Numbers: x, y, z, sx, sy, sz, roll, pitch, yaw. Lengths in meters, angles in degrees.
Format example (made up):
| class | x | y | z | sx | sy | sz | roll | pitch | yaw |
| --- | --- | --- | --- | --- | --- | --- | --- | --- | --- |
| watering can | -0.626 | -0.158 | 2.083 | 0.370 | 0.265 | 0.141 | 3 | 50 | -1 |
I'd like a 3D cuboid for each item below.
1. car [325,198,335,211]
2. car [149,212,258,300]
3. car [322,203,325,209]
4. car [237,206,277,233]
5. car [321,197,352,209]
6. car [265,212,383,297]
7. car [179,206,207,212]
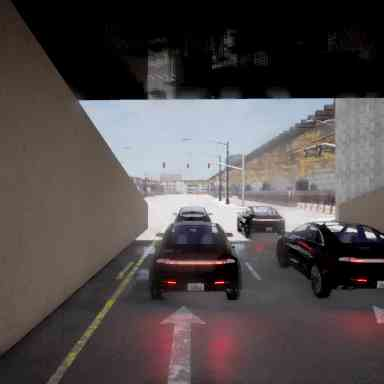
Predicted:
| class | x | y | z | sx | sy | sz | roll | pitch | yaw |
| --- | --- | --- | --- | --- | --- | --- | --- | --- | --- |
| car | 17.320 | 1.453 | 35.476 | 2.038 | 1.542 | 4.974 | 0 | 0 | -35 |
| car | 0.064 | 1.492 | 8.395 | 2.128 | 1.511 | 4.902 | 0 | 0 | 0 |
| car | 17.410 | 1.453 | 40.083 | 2.038 | 1.542 | 4.974 | 0 | 0 | 45 |
| car | 3.541 | 1.491 | 17.690 | 2.128 | 1.511 | 4.902 | 0 | 0 | 0 |
| car | 17.446 | 1.295 | 40.120 | 1.853 | 1.218 | 4.536 | 0 | 0 | 45 |
| car | 3.561 | 1.492 | 8.557 | 2.128 | 1.511 | 4.902 | 0 | 0 | 0 |
| car | 0.043 | 1.505 | 17.515 | 1.837 | 1.490 | 4.892 | 0 | 0 | 0 |
